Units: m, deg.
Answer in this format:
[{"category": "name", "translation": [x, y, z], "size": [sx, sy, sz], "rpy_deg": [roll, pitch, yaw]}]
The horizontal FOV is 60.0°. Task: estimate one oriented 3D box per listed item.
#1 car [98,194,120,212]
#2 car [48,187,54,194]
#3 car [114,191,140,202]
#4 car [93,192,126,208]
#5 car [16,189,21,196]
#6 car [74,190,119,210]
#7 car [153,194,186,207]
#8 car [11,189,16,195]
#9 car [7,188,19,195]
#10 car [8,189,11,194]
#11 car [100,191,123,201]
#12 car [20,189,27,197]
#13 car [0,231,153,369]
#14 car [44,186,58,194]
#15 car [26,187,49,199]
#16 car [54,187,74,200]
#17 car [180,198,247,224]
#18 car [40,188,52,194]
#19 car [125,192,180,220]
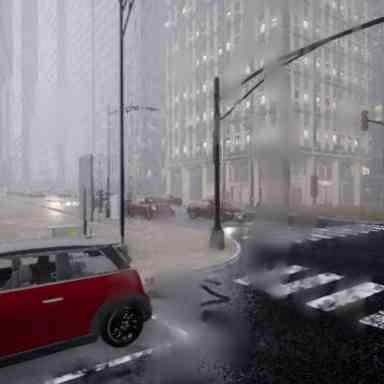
[{"category": "car", "translation": [-6.134, 1.066, 27.999], "size": [1.802, 1.307, 4.206], "rpy_deg": [1, 0, -36]}, {"category": "car", "translation": [-31.836, -0.083, 78.255], "size": [1.887, 1.381, 4.507], "rpy_deg": [1, 1, -36]}, {"category": "car", "translation": [-9.199, 0.643, 46.665], "size": [1.752, 1.417, 4.829], "rpy_deg": [1, 1, -36]}, {"category": "car", "translation": [-9.126, 0.808, 36.609], "size": [1.837, 1.490, 4.892], "rpy_deg": [0, 1, -36]}, {"category": "car", "translation": [-32.107, 0.173, 64.247], "size": [1.887, 1.381, 4.507], "rpy_deg": [1, 0, -36]}, {"category": "car", "translation": [-9.375, 0.692, 32.528], "size": [2.192, 1.841, 5.009], "rpy_deg": [1, 0, -36]}, {"category": "car", "translation": [-2.605, 0.917, 37.461], "size": [1.802, 1.307, 4.206], "rpy_deg": [1, 1, -36]}, {"category": "car", "translation": [-35.354, 0.072, 68.778], "size": [2.008, 1.369, 4.403], "rpy_deg": [1, 0, -36]}, {"category": "car", "translation": [-41.847, -0.147, 77.840], "size": [1.887, 1.381, 4.507], "rpy_deg": [1, 0, -36]}, {"category": "car", "translation": [-38.601, -0.019, 73.309], "size": [1.947, 1.339, 4.313], "rpy_deg": [1, 0, -36]}, {"category": "car", "translation": [-12.349, 0.579, 51.060], "size": [1.947, 1.339, 4.313], "rpy_deg": [1, 1, -36]}, {"category": "car", "translation": [-28.860, 0.286, 59.716], "size": [2.008, 1.369, 4.403], "rpy_deg": [1, 0, -36]}, {"category": "car", "translation": [-2.698, 1.439, 4.637], "size": [4.097, 1.590, 1.967], "rpy_deg": [0, 0, -35]}, {"category": "car", "translation": [-35.079, -0.419, 82.787], "size": [2.192, 1.841, 5.009], "rpy_deg": [1, 1, -36]}, {"category": "car", "translation": [-25.613, 0.387, 55.185], "size": [1.887, 1.381, 4.507], "rpy_deg": [1, 0, -36]}, {"category": "car", "translation": [-18.807, 0.313, 50.279], "size": [2.128, 1.511, 4.902], "rpy_deg": [0, 1, -36]}, {"category": "car", "translation": [1.486, 1.180, 21.815], "size": [1.812, 1.442, 4.674], "rpy_deg": [0, 2, -37]}, {"category": "car", "translation": [-38.332, -0.275, 87.321], "size": [1.947, 1.339, 4.313], "rpy_deg": [1, 1, -36]}, {"category": "car", "translation": [-2.884, 1.032, 23.467], "size": [1.967, 1.590, 4.097], "rpy_deg": [1, 0, -36]}]
